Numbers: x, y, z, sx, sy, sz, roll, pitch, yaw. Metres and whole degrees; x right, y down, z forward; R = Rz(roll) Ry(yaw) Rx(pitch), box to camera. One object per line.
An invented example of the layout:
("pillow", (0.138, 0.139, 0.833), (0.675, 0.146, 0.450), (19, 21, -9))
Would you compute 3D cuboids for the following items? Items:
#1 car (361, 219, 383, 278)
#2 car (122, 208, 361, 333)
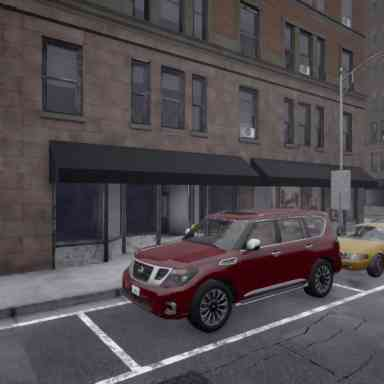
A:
("car", (5.597, 1.525, 10.185), (4.829, 1.417, 1.752), (0, 0, -35))
("car", (1.112, 1.315, 6.990), (5.009, 1.841, 2.192), (0, 0, -35))
